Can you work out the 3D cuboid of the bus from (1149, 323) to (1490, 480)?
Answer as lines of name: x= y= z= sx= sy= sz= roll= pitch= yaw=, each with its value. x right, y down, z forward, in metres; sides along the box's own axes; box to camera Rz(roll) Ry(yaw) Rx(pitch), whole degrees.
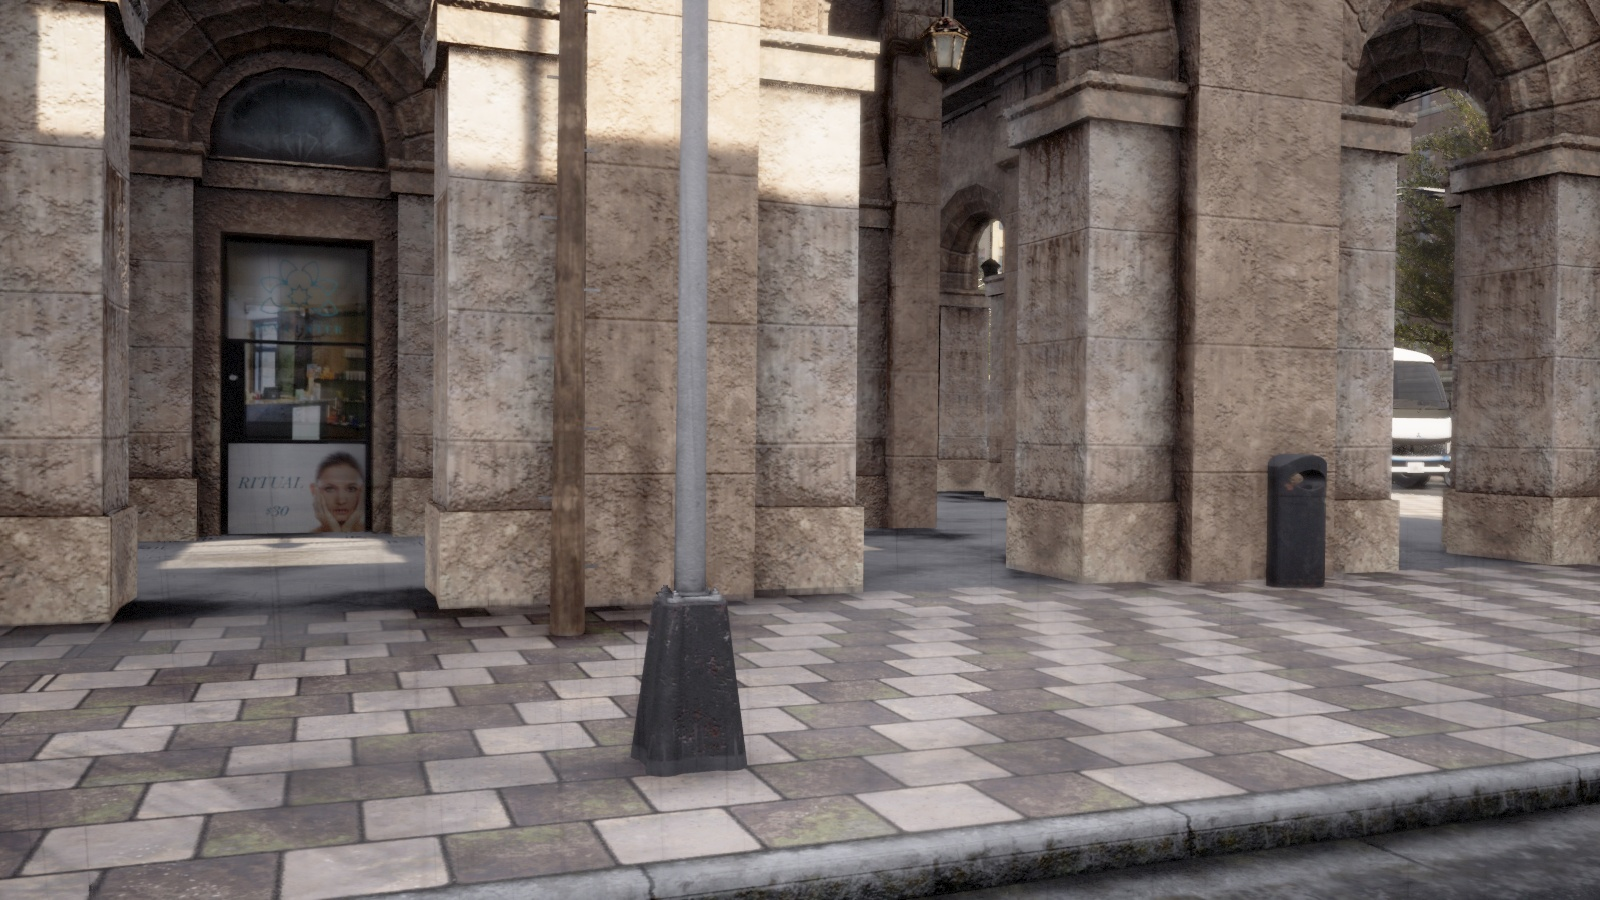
bus: x=15.800 y=-1.393 z=39.535 sx=3.944 sy=4.253 sz=10.273 roll=-1 pitch=1 yaw=-21

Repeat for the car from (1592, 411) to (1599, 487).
car: x=20.346 y=-0.014 z=27.671 sx=2.097 sy=1.767 sz=4.553 roll=-1 pitch=1 yaw=-20

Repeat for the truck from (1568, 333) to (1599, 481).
truck: x=23.223 y=-1.103 z=29.850 sx=2.891 sy=3.827 sz=8.468 roll=-1 pitch=1 yaw=-21
